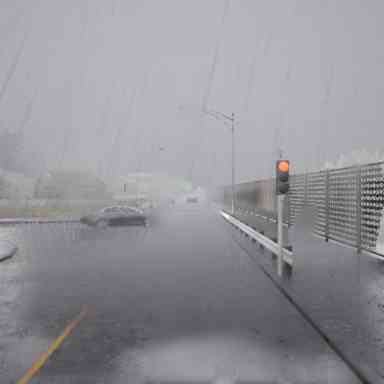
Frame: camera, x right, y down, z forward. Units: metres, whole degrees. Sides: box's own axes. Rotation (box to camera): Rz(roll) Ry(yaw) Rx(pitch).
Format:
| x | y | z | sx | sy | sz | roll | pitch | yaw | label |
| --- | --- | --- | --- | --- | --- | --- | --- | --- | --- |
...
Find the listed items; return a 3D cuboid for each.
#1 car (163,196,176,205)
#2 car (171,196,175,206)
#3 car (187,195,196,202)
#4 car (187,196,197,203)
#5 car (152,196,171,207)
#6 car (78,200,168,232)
| x | y | z | sx | sy | sz | roll | pitch | yaw | label |
| --- | --- | --- | --- | --- | --- | --- | --- | --- | --- |
| -4.099 | 1.477 | 61.048 | 1.882 | 1.535 | 5.008 | 0 | 0 | 0 | car |
| -4.120 | 1.564 | 50.594 | 1.994 | 1.385 | 4.181 | 0 | 0 | 0 | car |
| -0.042 | 1.540 | 77.410 | 2.033 | 1.411 | 5.357 | 0 | 0 | 0 | car |
| 0.069 | 1.477 | 67.067 | 1.882 | 1.535 | 5.008 | 0 | 0 | 0 | car |
| -4.119 | 1.491 | 40.657 | 2.128 | 1.511 | 4.902 | 0 | 0 | 0 | car |
| -4.298 | 1.491 | 20.132 | 4.902 | 1.511 | 2.128 | 0 | 1 | -30 | car |
